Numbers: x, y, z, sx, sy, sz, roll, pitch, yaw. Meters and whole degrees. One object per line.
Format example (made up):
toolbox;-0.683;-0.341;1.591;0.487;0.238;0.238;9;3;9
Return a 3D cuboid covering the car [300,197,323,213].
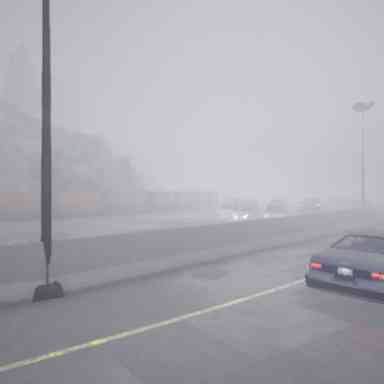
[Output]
car;13.433;1.403;37.126;2.097;1.767;4.553;0;0;25

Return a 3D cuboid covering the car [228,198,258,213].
car;6.254;1.563;38.288;2.128;1.511;4.902;0;0;27

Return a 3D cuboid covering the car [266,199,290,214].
car;9.677;1.538;37.315;1.882;1.535;5.008;0;0;26

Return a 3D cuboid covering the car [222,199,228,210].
car;5.503;1.565;44.956;1.882;1.535;5.008;0;0;22

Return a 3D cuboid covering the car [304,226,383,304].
car;4.762;1.555;8.008;5.357;1.411;2.033;0;0;-42
